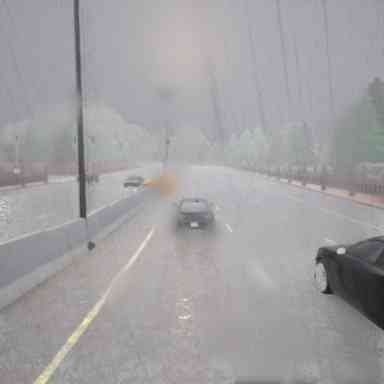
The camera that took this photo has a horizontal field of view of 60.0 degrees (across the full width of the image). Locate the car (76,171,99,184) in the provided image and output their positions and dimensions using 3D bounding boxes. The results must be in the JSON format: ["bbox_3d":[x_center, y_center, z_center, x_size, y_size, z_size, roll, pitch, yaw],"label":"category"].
[{"bbox_3d":[-13.918,-2.006,44.519,1.882,1.535,5.008,0,6,0],"label":"car"}]

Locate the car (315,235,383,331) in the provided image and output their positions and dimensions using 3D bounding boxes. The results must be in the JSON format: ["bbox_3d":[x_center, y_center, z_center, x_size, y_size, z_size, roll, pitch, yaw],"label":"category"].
[{"bbox_3d":[3.599,1.393,5.287,1.882,1.535,5.008,0,1,0],"label":"car"}]

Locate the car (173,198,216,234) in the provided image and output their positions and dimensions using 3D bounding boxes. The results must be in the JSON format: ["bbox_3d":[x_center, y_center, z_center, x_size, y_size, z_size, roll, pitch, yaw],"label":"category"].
[{"bbox_3d":[0.097,0.980,15.523,1.812,1.442,4.674,0,4,0],"label":"car"}]

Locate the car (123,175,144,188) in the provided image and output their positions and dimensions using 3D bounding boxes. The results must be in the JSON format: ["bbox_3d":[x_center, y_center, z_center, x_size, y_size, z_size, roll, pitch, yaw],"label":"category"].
[{"bbox_3d":[-6.974,-1.335,40.477,2.033,1.411,5.357,0,6,1],"label":"car"}]
